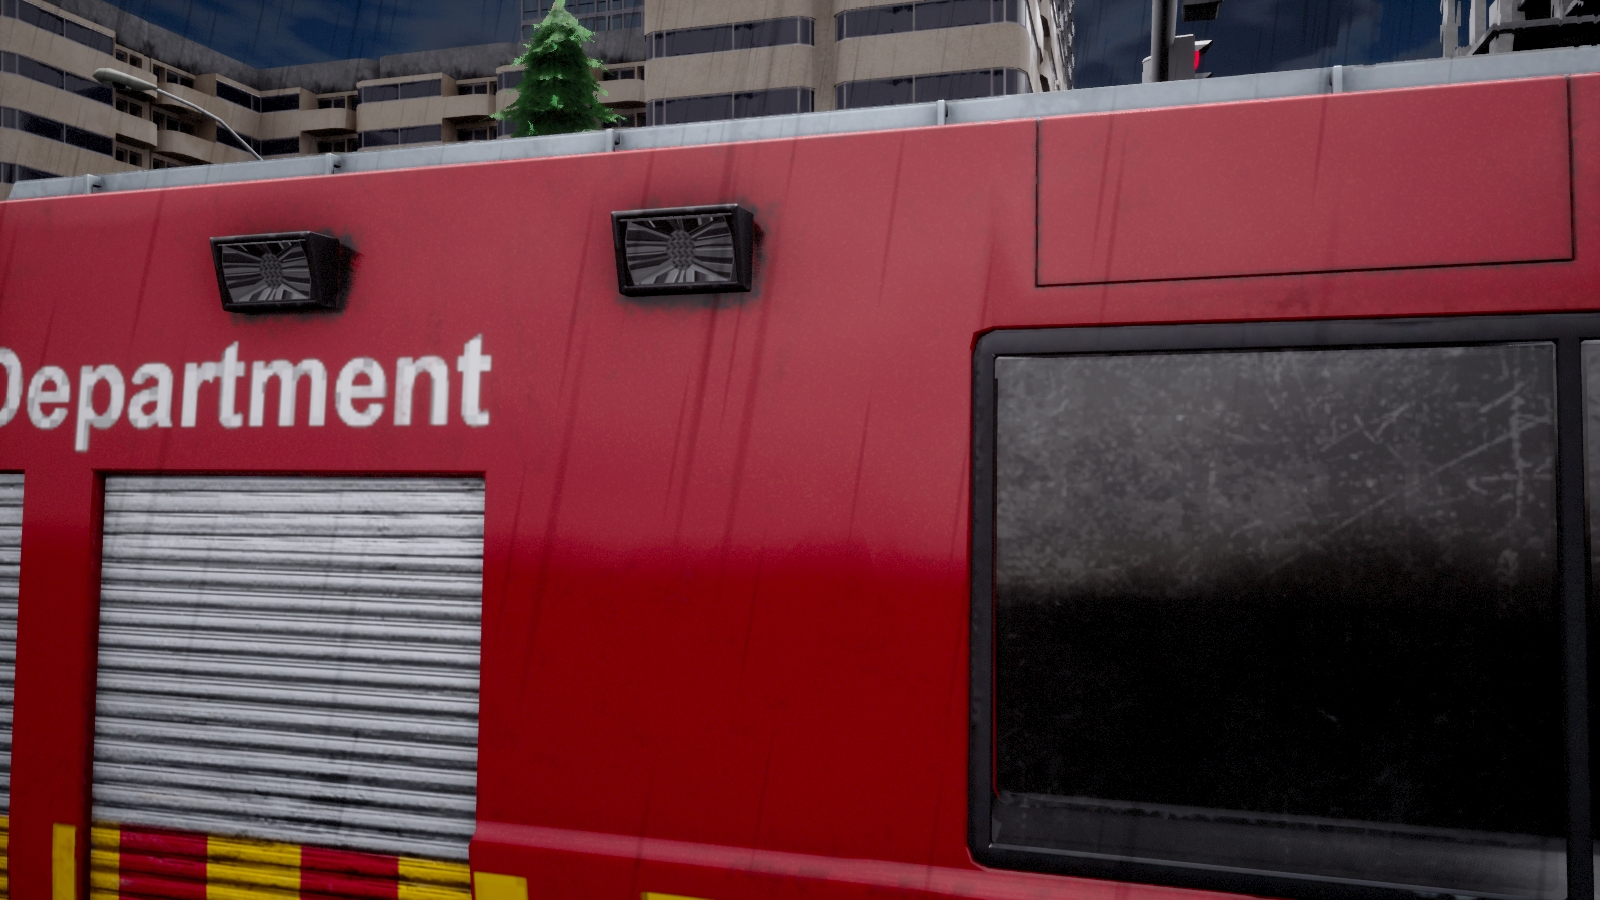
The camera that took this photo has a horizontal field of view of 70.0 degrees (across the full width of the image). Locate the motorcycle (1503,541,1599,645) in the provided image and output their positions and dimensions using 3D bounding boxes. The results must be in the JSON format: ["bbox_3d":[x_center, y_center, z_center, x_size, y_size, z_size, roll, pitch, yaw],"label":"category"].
[{"bbox_3d":[11.678,2.155,17.664,0.764,1.307,2.356,0,0,16],"label":"motorcycle"}]

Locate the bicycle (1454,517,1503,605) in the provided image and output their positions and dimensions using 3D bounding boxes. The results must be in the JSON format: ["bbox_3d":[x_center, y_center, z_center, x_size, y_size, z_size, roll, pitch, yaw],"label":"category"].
[{"bbox_3d":[12.788,2.060,21.569,0.329,1.471,1.835,0,0,16],"label":"bicycle"}]
